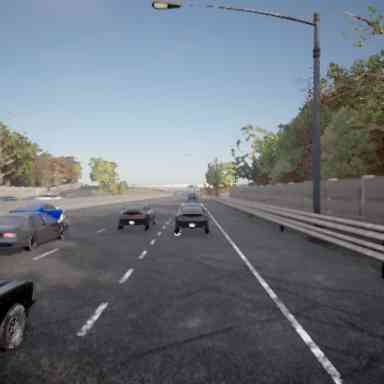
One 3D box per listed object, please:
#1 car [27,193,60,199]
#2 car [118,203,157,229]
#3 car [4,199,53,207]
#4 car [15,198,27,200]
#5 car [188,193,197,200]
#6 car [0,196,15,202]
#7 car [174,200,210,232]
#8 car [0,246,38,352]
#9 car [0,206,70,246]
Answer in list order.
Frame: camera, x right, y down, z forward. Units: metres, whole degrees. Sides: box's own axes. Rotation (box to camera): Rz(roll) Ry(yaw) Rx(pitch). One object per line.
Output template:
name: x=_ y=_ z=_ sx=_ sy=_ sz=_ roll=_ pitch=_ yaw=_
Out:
car: x=-21.050 y=1.197 z=48.212 sx=2.150 sy=2.045 sz=5.566 roll=0 pitch=0 yaw=1
car: x=-3.395 y=1.481 z=21.131 sx=1.837 sy=1.490 sz=4.892 roll=0 pitch=0 yaw=0
car: x=-10.394 y=1.454 z=22.736 sx=1.882 sy=1.535 sz=5.008 roll=0 pitch=0 yaw=0
car: x=-24.530 y=1.457 z=51.132 sx=1.882 sy=1.535 sz=5.008 roll=0 pitch=0 yaw=1
car: x=0.015 y=1.249 z=84.454 sx=2.150 sy=2.045 sz=5.566 roll=0 pitch=0 yaw=0
car: x=-28.036 y=1.331 z=49.410 sx=2.097 sy=1.767 sz=4.553 roll=0 pitch=0 yaw=1
car: x=0.003 y=1.482 z=19.753 sx=1.837 sy=1.490 sz=4.892 roll=0 pitch=0 yaw=0
car: x=-3.398 y=1.598 z=3.202 sx=1.895 sy=1.301 sz=4.718 roll=0 pitch=0 yaw=0
car: x=-6.896 y=1.532 z=13.908 sx=2.033 sy=1.411 sz=5.357 roll=0 pitch=0 yaw=0
